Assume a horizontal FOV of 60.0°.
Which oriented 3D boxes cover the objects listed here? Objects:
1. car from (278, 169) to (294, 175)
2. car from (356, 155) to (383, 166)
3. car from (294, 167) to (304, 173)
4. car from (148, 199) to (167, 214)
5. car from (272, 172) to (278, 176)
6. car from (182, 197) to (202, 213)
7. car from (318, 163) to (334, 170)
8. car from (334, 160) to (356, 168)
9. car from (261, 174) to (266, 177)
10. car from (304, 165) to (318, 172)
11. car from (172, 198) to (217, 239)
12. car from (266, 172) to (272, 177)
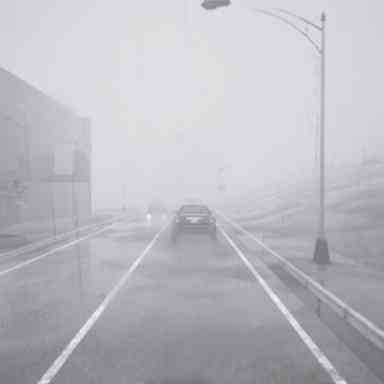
[{"bbox_3d":[21.497,-4.302,73.961,2.185,1.767,4.553,0,1,-1],"label":"car"},{"bbox_3d":[22.916,-3.792,40.922,2.185,1.767,4.553,0,1,-5],"label":"car"},{"bbox_3d":[21.734,-4.045,63.024,2.231,1.521,4.892,0,1,-1],"label":"car"},{"bbox_3d":[-3.717,1.540,36.347,1.882,1.535,5.008,0,-1,-2],"label":"car"},{"bbox_3d":[21.377,-4.200,79.455,2.002,1.452,4.674,0,1,-1],"label":"car"},{"bbox_3d":[-0.050,1.444,39.232,2.097,1.767,4.553,0,-1,-2],"label":"car"},{"bbox_3d":[22.096,-3.830,51.965,2.002,1.452,4.674,0,1,-2],"label":"car"},{"bbox_3d":[22.448,-3.768,46.428,2.097,1.535,5.008,0,1,-4],"label":"car"},{"bbox_3d":[21.134,-4.492,90.646,2.185,1.767,4.553,0,1,-1],"label":"car"},{"bbox_3d":[21.863,-3.966,57.507,2.231,1.521,4.892,0,1,-1],"label":"car"},{"bbox_3d":[0.101,1.347,17.337,2.097,1.767,4.553,0,0,0],"label":"car"},{"bbox_3d":[21.254,-4.432,85.127,2.185,1.767,4.553,0,1,-1],"label":"car"}]
